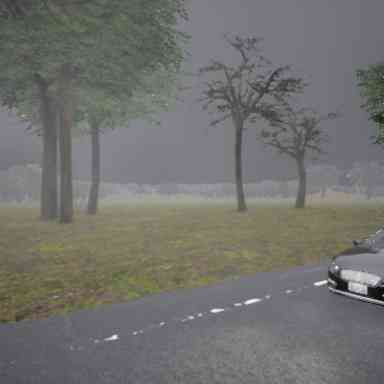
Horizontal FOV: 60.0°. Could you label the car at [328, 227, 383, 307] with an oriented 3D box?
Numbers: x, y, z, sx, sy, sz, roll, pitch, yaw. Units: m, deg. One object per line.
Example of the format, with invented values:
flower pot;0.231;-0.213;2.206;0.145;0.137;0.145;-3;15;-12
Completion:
car;5.076;1.529;7.610;4.902;1.511;2.128;0;0;-35
